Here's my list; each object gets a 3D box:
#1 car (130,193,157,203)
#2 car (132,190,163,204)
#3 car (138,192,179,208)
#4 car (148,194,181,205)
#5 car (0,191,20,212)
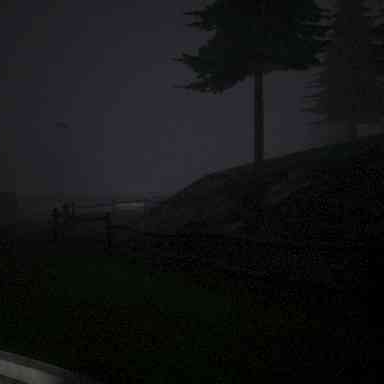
[{"bbox_3d":[-7.889,0.953,54.713,1.837,1.490,4.892,0,0,28],"label":"car"},{"bbox_3d":[-6.297,0.710,50.231,2.150,2.045,5.566,0,0,28],"label":"car"},{"bbox_3d":[-3.918,1.094,39.681,1.837,1.490,4.892,0,1,27],"label":"car"},{"bbox_3d":[-3.830,1.054,47.409,2.033,1.411,5.357,0,1,28],"label":"car"},{"bbox_3d":[-19.595,0.957,32.159,2.150,2.045,5.566,0,1,27],"label":"car"}]
